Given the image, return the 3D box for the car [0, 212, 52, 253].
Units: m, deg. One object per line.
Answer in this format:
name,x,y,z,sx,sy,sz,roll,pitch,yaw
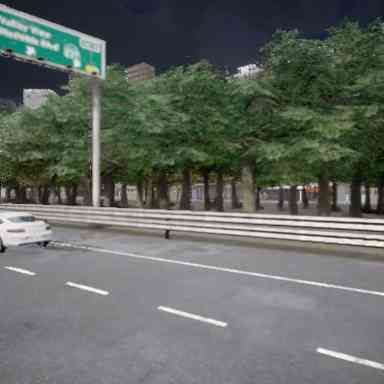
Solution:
car,-7.581,1.535,13.580,4.674,1.442,1.812,0,0,36
